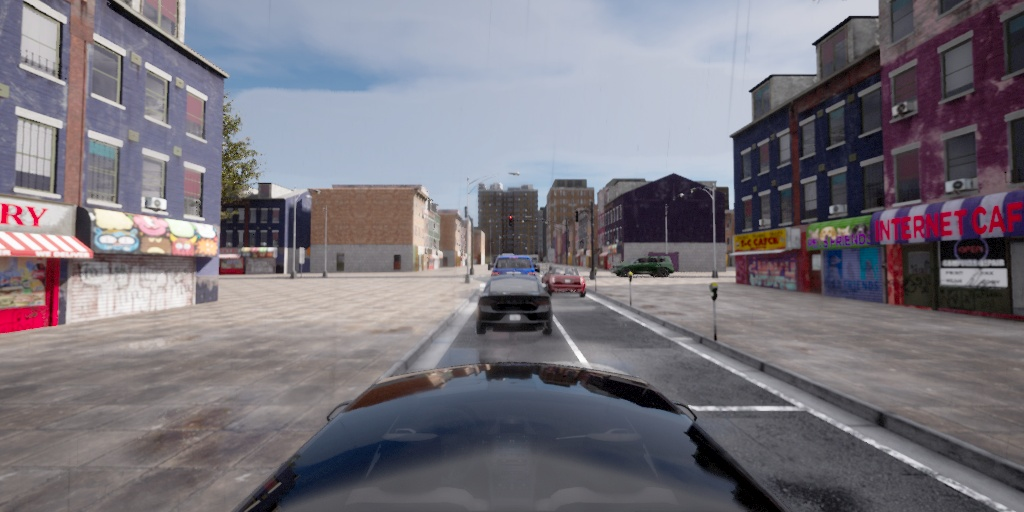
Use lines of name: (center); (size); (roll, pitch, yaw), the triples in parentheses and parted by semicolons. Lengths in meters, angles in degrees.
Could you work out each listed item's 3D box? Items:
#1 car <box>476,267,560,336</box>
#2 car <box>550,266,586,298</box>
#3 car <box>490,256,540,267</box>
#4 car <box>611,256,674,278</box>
car: (0.036, 1.241, 10.537); (1.882, 1.535, 5.008); (0, 0, -1)
car: (2.617, 1.222, 18.932); (1.967, 1.591, 4.097); (0, 0, 0)
car: (0.069, 1.003, 18.245); (2.150, 2.045, 5.566); (0, 0, 0)
car: (12.268, 1.067, 33.800); (5.566, 2.045, 2.150); (0, -2, 0)
